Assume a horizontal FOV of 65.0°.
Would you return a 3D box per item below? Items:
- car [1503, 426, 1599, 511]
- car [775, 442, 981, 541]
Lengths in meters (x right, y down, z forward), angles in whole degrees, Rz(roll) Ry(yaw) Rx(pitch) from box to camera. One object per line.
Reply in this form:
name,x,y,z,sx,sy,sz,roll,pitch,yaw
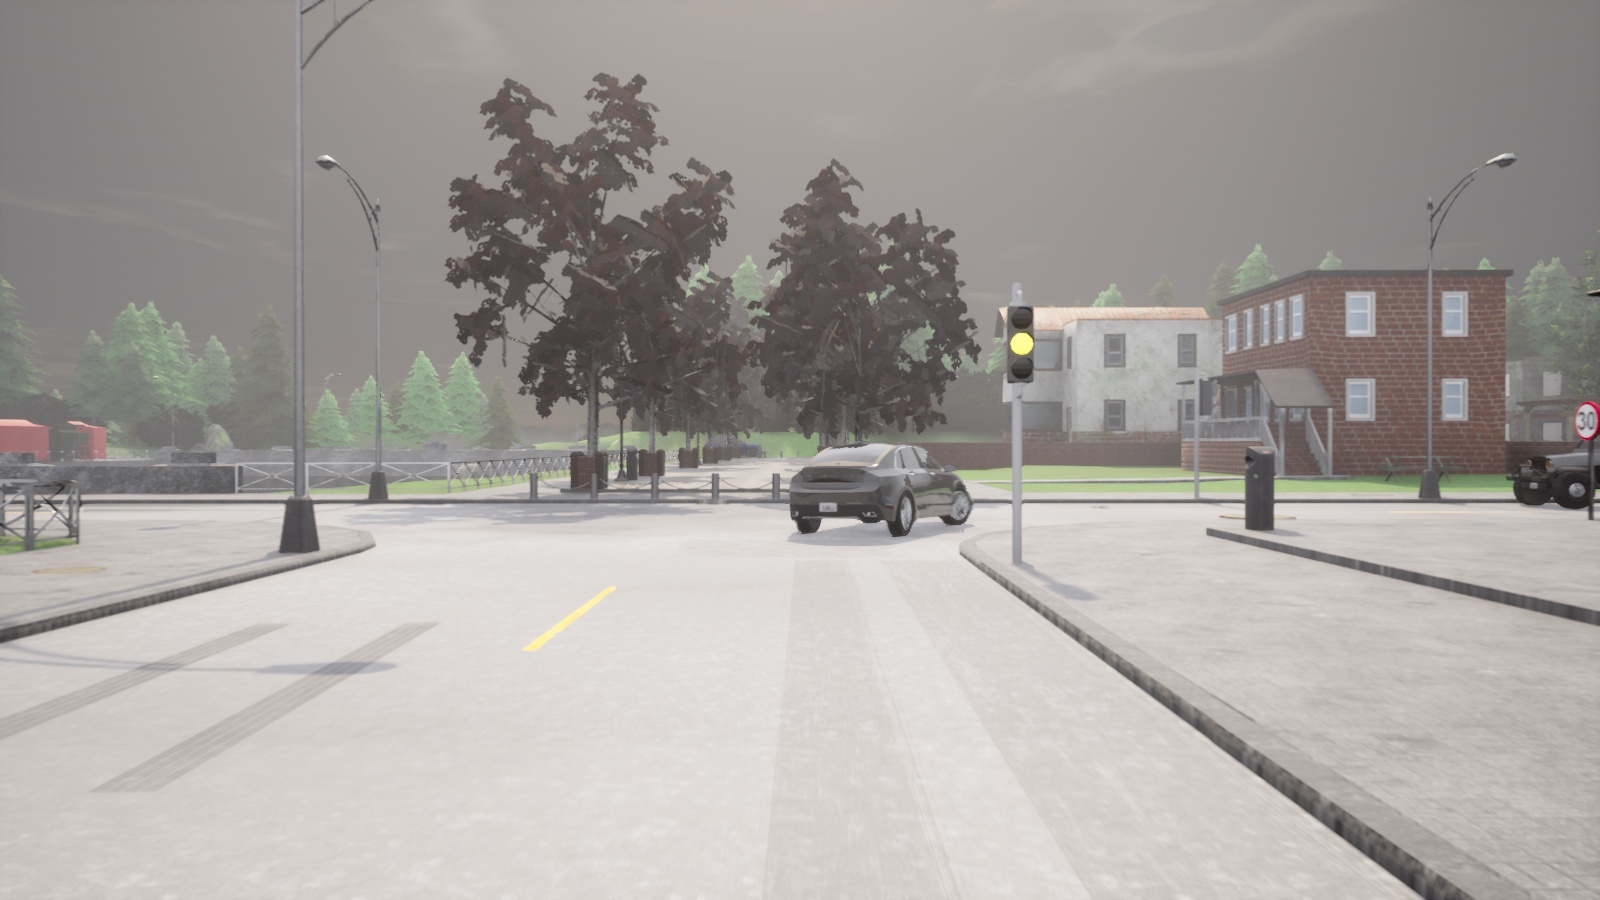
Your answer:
car,18.489,0.396,28.593,3.866,1.878,1.905,0,0,1
car,1.498,0.631,21.609,1.837,1.490,4.892,-1,0,25
